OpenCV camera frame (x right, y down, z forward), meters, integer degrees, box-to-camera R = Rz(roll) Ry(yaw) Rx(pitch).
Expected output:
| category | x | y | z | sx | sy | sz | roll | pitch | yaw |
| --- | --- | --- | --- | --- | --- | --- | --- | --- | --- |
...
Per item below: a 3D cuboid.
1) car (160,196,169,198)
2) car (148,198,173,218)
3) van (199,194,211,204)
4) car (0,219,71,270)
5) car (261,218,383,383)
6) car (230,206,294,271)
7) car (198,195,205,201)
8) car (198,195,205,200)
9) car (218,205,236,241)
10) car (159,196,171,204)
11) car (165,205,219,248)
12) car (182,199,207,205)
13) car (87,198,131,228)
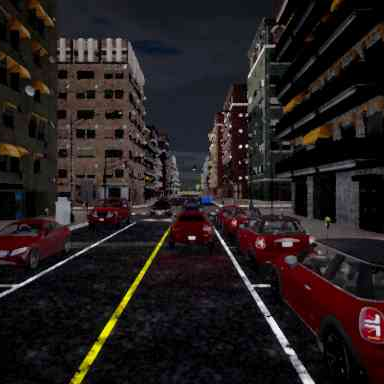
| category | x | y | z | sx | sy | sz | roll | pitch | yaw |
| --- | --- | --- | --- | --- | --- | --- | --- | --- | --- |
| car | -5.283 | 1.563 | 60.289 | 1.802 | 1.307 | 4.206 | 0 | 0 | 0 |
| car | -2.750 | 1.554 | 30.650 | 1.812 | 1.442 | 4.674 | 0 | 0 | 0 |
| van | 2.564 | 1.322 | 60.128 | 1.690 | 1.788 | 3.998 | 0 | 0 | 0 |
| car | -5.316 | 1.579 | 10.896 | 1.802 | 1.307 | 4.206 | 0 | 0 | 0 |
| car | 2.564 | 1.438 | 5.302 | 1.967 | 1.590 | 4.097 | 0 | 0 | 0 |
| car | 2.564 | 1.437 | 10.896 | 1.967 | 1.590 | 4.097 | 0 | 0 | 0 |
| car | 2.565 | 1.486 | 88.301 | 1.752 | 1.417 | 4.829 | 0 | 0 | 0 |
| car | 2.565 | 1.538 | 93.731 | 1.802 | 1.307 | 4.206 | 0 | 0 | 0 |
| car | 2.564 | 1.436 | 16.491 | 1.967 | 1.590 | 4.097 | 0 | 0 | 0 |
| car | -5.283 | 1.522 | 65.878 | 1.887 | 1.381 | 4.507 | 0 | 0 | 0 |
| car | 0.000 | 1.530 | 14.650 | 1.812 | 1.442 | 4.674 | 0 | 0 | 0 |
| car | 0.000 | 1.567 | 29.650 | 1.994 | 1.385 | 4.181 | 0 | 0 | 0 |
| car | -5.316 | 1.310 | 22.085 | 2.192 | 1.841 | 5.009 | 0 | 0 | 0 |
